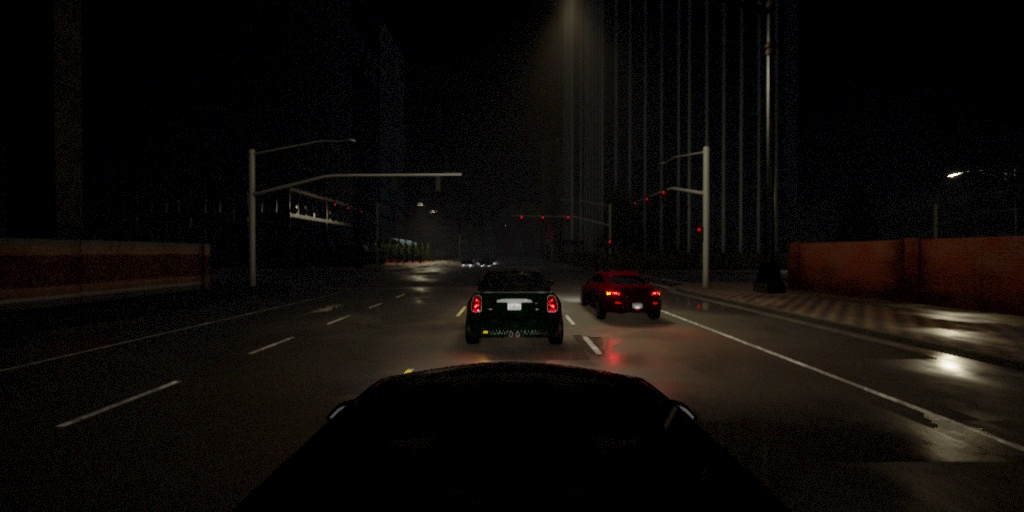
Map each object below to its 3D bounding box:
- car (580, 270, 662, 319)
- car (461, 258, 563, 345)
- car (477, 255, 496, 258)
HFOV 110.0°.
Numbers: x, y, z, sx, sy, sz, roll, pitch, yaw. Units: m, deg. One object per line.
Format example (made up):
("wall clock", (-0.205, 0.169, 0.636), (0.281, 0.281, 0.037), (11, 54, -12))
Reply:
("car", (3.556, 1.201, 12.273), (1.812, 1.442, 4.674), (0, 0, 2))
("car", (0.062, 1.047, 9.514), (2.097, 1.767, 4.553), (0, 0, 0))
("car", (-4.479, 0.771, 62.373), (2.033, 1.411, 5.357), (0, 5, 1))
